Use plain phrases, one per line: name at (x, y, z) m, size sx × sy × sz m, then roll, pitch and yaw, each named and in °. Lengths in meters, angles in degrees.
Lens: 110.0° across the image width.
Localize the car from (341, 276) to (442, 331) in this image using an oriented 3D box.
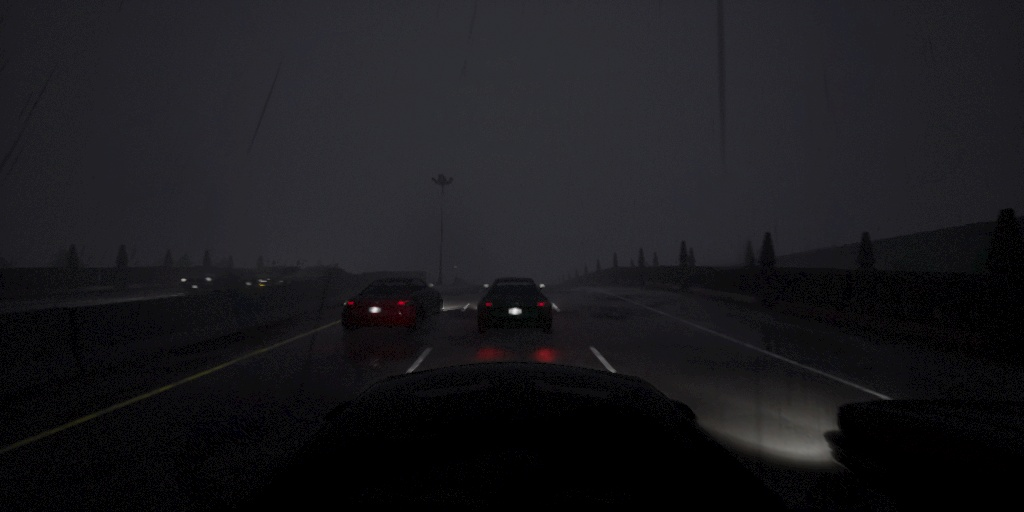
car at (-3.437, 1.311, 10.972) m, size 1.994 × 1.385 × 4.181 m, roll 0°, pitch 0°, yaw 0°

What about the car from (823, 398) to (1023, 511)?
car at (3.611, 1.292, 0.562) m, size 2.033 × 1.411 × 5.357 m, roll 0°, pitch 0°, yaw 0°

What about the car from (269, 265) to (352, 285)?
car at (-10.628, 1.277, 19.791) m, size 1.882 × 1.535 × 5.008 m, roll 0°, pitch -1°, yaw 0°

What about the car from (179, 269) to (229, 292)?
car at (-17.620, 1.469, 22.159) m, size 1.895 × 1.301 × 4.718 m, roll 0°, pitch -2°, yaw 0°

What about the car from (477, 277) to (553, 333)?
car at (0.064, 1.304, 10.714) m, size 1.994 × 1.385 × 4.181 m, roll 0°, pitch 0°, yaw 0°

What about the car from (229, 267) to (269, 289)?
car at (-14.121, 1.353, 21.701) m, size 1.837 × 1.490 × 4.892 m, roll 0°, pitch -2°, yaw 0°
